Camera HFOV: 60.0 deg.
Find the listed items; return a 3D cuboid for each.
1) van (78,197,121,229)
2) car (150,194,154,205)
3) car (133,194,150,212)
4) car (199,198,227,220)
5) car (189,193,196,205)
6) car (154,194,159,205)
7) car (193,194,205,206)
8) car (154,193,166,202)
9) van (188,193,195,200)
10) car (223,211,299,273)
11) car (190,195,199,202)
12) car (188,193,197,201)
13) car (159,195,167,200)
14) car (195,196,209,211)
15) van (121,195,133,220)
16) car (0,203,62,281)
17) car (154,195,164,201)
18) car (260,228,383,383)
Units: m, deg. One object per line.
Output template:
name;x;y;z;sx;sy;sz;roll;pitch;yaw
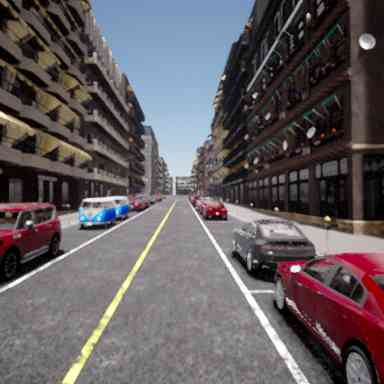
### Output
van;-5.898;1.286;21.056;1.690;1.788;3.998;1;0;-2
car;-6.568;1.204;43.169;2.192;1.841;5.009;1;0;-2
car;-6.401;1.216;37.641;2.192;1.841;5.009;1;0;-2
car;1.809;1.435;26.764;1.887;1.381;4.507;1;0;-2
car;1.108;1.154;48.875;2.192;1.841;5.009;1;0;-2
car;-6.909;1.434;54.227;1.947;1.339;4.313;1;0;-2
car;1.483;1.302;37.820;1.967;1.590;4.097;1;0;-2
car;-7.408;1.168;70.809;2.192;1.841;5.009;1;0;-2
van;-0.068;1.157;87.578;1.690;1.788;3.998;1;0;-2
car;2.311;1.497;10.179;2.008;1.369;4.403;1;0;-2
car;0.432;1.396;70.992;1.802;1.307;4.206;1;0;-2
car;0.101;1.129;82.049;2.192;1.841;5.009;1;0;-2
car;-8.084;1.441;92.924;1.802;1.307;4.206;1;0;-2
car;1.641;1.420;32.291;1.887;1.381;4.507;1;0;-2
van;-6.066;1.270;26.586;1.690;1.788;3.998;1;0;-2
car;-5.562;1.300;10.003;2.192;1.841;5.009;1;0;-2
car;-7.580;1.396;76.338;1.887;1.381;4.507;1;0;-2
car;2.479;1.513;4.650;1.887;1.381;4.507;1;0;-2
